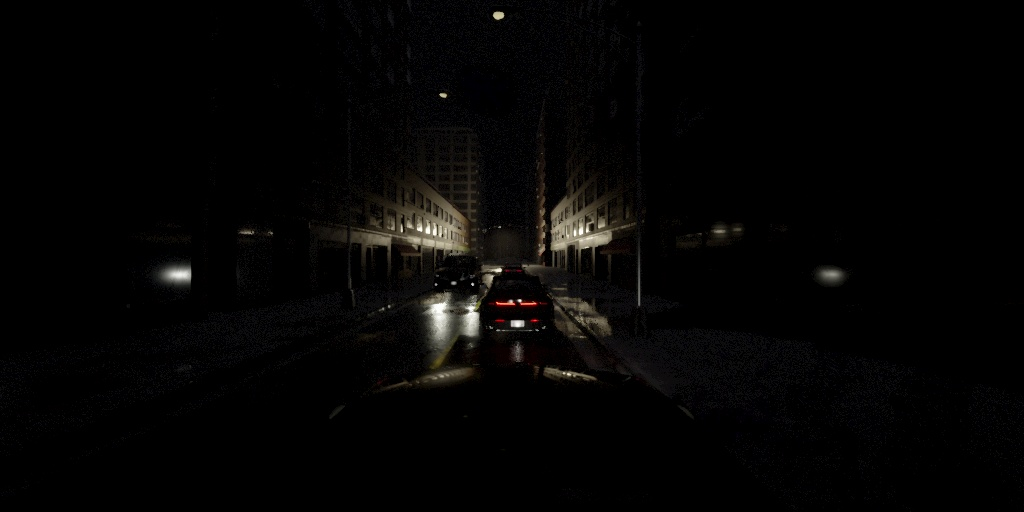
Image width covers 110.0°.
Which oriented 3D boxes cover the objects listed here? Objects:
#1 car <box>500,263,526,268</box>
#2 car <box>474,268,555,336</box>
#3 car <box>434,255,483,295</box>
[{"bbox_3d":[0.094,1.250,28.168,2.128,1.511,4.902,0,0,0],"label":"car"},{"bbox_3d":[0.105,1.257,10.385,1.837,1.490,4.892,0,0,0],"label":"car"},{"bbox_3d":[-2.850,0.976,20.294,2.150,2.045,5.566,0,0,0],"label":"car"}]
